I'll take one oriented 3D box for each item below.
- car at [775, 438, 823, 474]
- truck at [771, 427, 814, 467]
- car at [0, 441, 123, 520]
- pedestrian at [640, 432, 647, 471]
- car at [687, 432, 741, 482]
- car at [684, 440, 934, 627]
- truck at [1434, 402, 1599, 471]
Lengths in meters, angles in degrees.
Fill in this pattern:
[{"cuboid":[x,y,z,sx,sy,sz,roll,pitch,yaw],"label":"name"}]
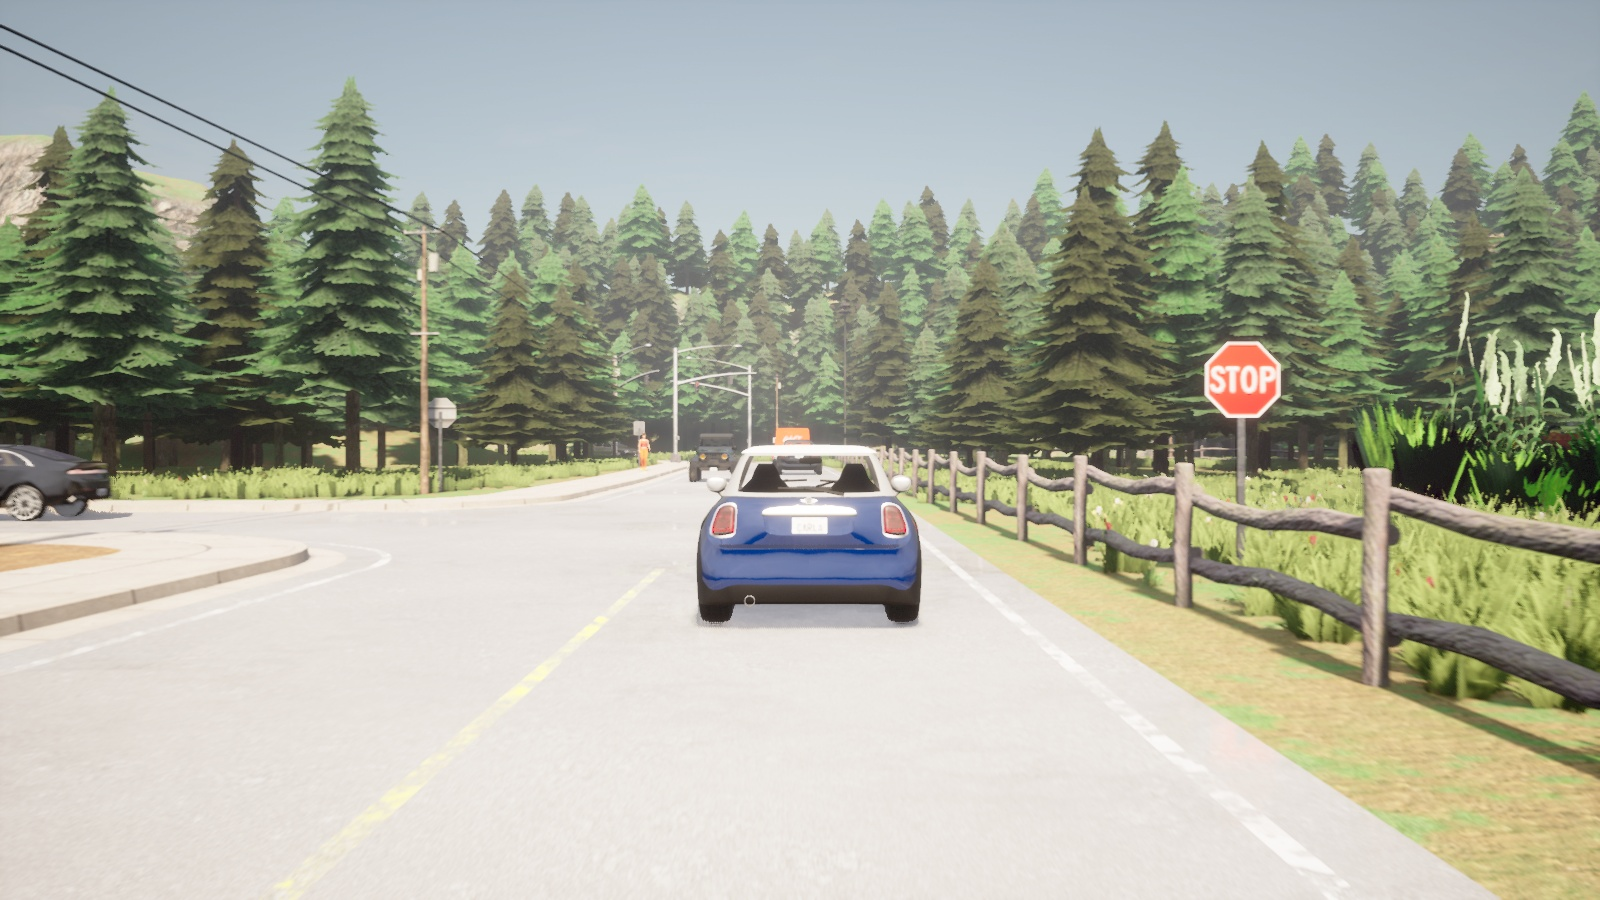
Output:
[{"cuboid":[-0.085,0.255,60.931,2.242,1.667,4.611,0,0,-1],"label":"car"},{"cuboid":[-0.527,-0.187,80.573,2.627,2.467,5.204,0,0,-2],"label":"truck"},{"cuboid":[-16.623,0.582,25.207,4.902,1.511,2.128,0,0,-3],"label":"car"},{"cuboid":[-7.579,0.068,60.785,0.345,1.836,0.594,0,0,-7],"label":"pedestrian"},{"cuboid":[-3.293,0.265,48.873,1.905,1.878,3.866,0,0,-1],"label":"car"},{"cuboid":[0.082,0.645,11.812,1.970,1.475,3.806,0,0,0],"label":"car"},{"cuboid":[42.399,-0.768,74.221,2.891,3.827,8.468,0,0,-32],"label":"truck"}]
